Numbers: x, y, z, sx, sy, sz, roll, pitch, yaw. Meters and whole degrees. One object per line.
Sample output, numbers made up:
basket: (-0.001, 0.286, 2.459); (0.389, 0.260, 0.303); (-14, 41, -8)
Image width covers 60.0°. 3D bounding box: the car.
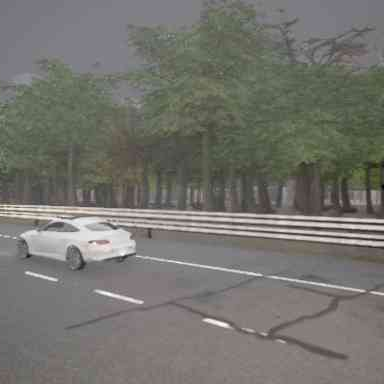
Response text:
car: (-3.888, 1.538, 10.946); (4.674, 1.442, 1.812); (0, 0, 36)
